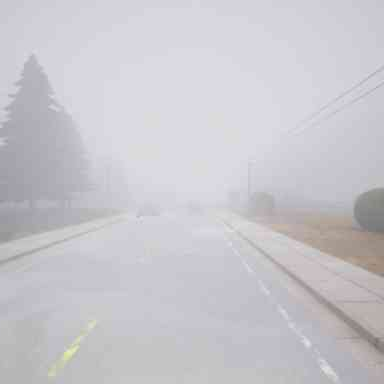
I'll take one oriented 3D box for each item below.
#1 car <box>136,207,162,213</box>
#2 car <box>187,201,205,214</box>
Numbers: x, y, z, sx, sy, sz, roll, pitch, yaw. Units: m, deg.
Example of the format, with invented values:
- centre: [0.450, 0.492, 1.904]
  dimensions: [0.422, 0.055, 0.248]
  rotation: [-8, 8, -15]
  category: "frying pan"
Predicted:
- centre: [-3.500, 1.476, 28.250]
  dimensions: [2.033, 1.411, 5.357]
  rotation: [0, -1, 0]
  category: "car"
- centre: [0.555, 1.998, 43.267]
  dimensions: [1.837, 1.490, 4.892]
  rotation: [-1, 0, 8]
  category: "car"
